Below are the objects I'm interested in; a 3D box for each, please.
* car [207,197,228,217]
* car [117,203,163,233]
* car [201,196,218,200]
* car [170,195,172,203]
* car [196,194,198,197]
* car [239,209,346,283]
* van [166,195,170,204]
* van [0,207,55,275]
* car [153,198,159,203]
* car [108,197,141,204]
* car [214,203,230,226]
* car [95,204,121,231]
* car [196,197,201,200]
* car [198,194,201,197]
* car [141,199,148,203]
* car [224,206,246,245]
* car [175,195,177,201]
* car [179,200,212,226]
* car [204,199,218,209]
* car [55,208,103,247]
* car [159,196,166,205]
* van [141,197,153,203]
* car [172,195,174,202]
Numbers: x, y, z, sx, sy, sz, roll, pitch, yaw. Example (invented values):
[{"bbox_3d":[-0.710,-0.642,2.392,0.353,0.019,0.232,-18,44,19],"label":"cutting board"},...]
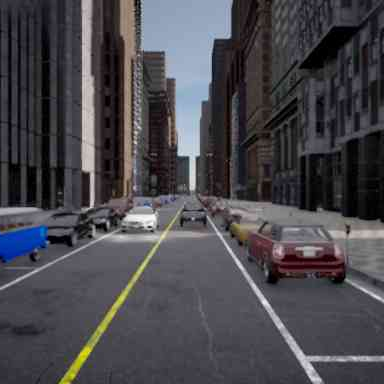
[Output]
[{"bbox_3d":[2.740,1.559,32.298,1.967,1.590,4.097,0,0,0],"label":"car"},{"bbox_3d":[-3.018,1.602,20.331,1.812,1.442,4.674,0,0,0],"label":"car"},{"bbox_3d":[2.733,1.476,43.572,2.192,1.841,5.009,0,0,0],"label":"car"},{"bbox_3d":[-5.808,1.793,71.570,1.752,1.417,4.829,0,0,0],"label":"car"},{"bbox_3d":[2.703,1.942,94.297,1.802,1.307,4.206,0,0,0],"label":"car"},{"bbox_3d":[2.754,1.476,9.754,1.967,1.590,4.097,0,0,0],"label":"car"},{"bbox_3d":[-5.805,1.587,66.104,1.690,1.788,3.998,0,0,0],"label":"van"},{"bbox_3d":[-5.772,1.378,9.737,1.690,1.788,3.998,0,0,0],"label":"van"},{"bbox_3d":[-5.791,1.602,43.557,1.967,1.590,4.097,0,0,0],"label":"car"},{"bbox_3d":[-5.782,1.414,26.647,2.192,1.841,5.009,0,0,0],"label":"car"},{"bbox_3d":[2.747,1.628,21.026,2.008,1.369,4.403,0,0,0],"label":"car"},{"bbox_3d":[-5.778,1.644,21.010,1.947,1.339,4.313,0,0,0],"label":"car"},{"bbox_3d":[0.072,1.772,46.098,1.895,1.301,4.718,0,0,0],"label":"car"},{"bbox_3d":[2.720,1.686,66.116,1.967,1.590,4.097,0,0,0],"label":"car"},{"bbox_3d":[-5.784,1.665,32.283,1.887,1.381,4.507,0,0,0],"label":"car"},{"bbox_3d":[2.751,1.583,15.560,1.752,1.417,4.829,0,0,0],"label":"car"},{"bbox_3d":[-5.819,1.778,88.649,1.967,1.590,4.097,0,0,0],"label":"car"},{"bbox_3d":[0.085,1.581,24.316,2.128,1.511,4.902,0,0,0],"label":"car"},{"bbox_3d":[2.731,1.727,49.208,1.887,1.381,4.507,0,0,0],"label":"car"},{"bbox_3d":[-5.774,1.623,15.373,1.947,1.339,4.313,0,0,0],"label":"car"},{"bbox_3d":[-5.798,1.644,54.831,1.967,1.590,4.097,0,0,0],"label":"car"},{"bbox_3d":[-5.788,1.482,37.921,1.690,1.788,3.998,0,0,0],"label":"van"},{"bbox_3d":[-5.812,1.841,77.376,2.008,1.369,4.403,0,0,0],"label":"car"}]
